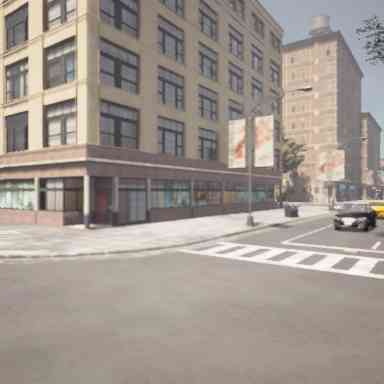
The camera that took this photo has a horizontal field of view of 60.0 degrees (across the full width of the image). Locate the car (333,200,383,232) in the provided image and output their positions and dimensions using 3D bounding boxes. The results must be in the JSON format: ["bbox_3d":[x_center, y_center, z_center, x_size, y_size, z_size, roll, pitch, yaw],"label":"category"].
[{"bbox_3d":[10.107,1.488,20.511,2.128,1.511,4.902,0,0,36],"label":"car"}]
